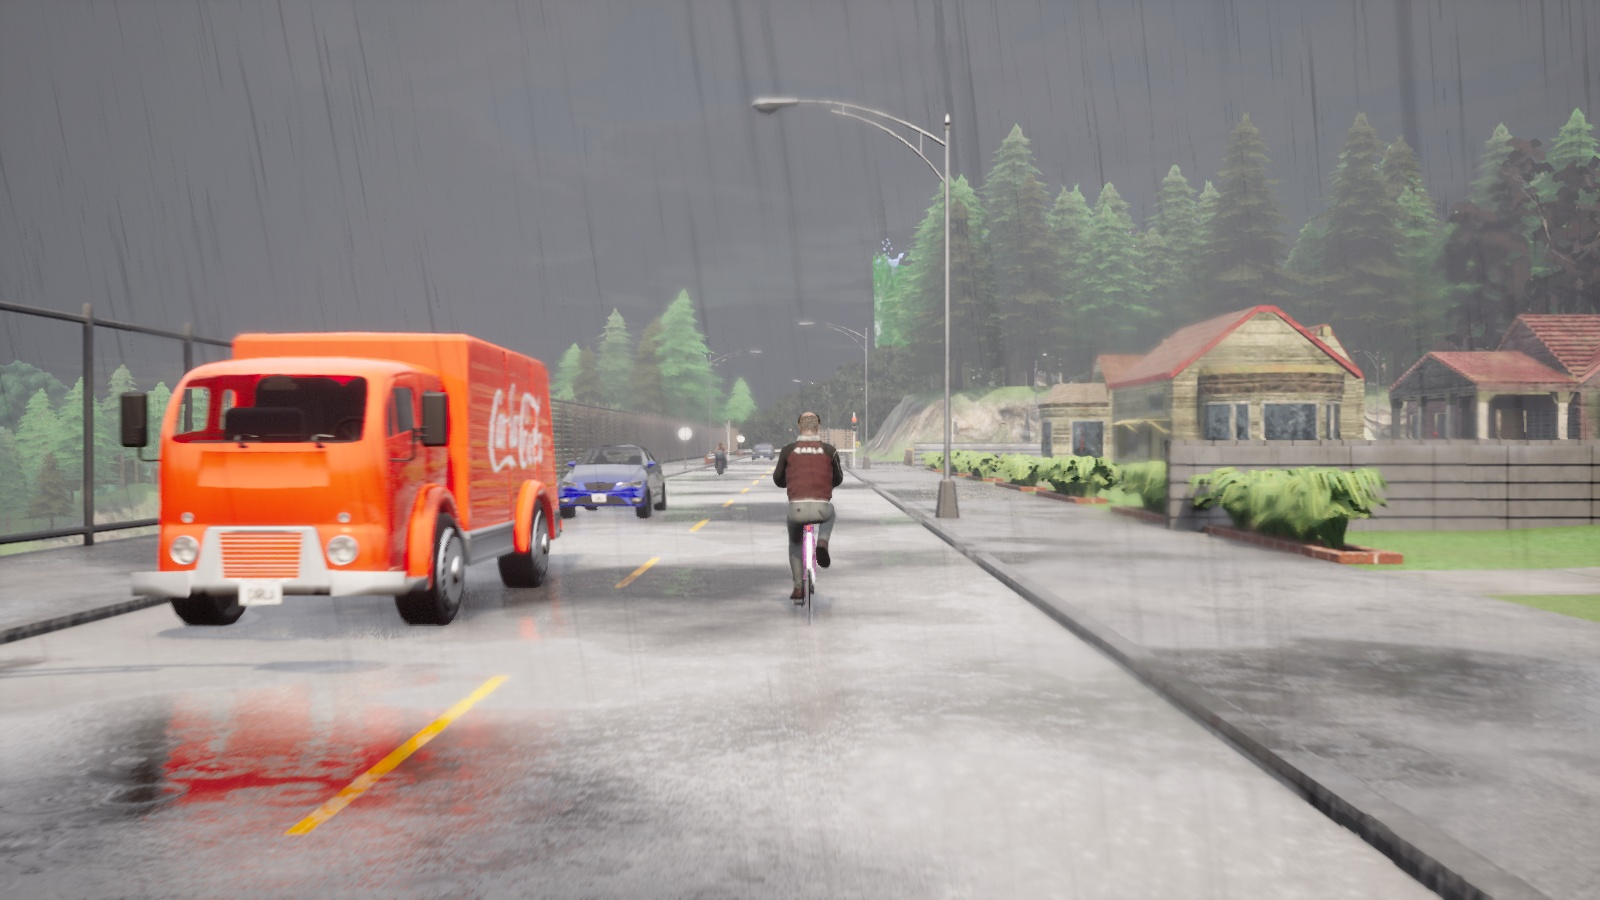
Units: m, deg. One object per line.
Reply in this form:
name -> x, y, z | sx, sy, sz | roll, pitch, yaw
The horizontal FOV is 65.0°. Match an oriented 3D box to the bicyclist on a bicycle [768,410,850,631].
bicyclist on a bicycle -> 0.079, 0.555, 11.014 | 0.659, 1.776, 1.843 | 0, 1, 0

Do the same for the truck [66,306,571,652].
truck -> -3.918, 0.191, 11.580 | 2.627, 2.467, 5.204 | 0, 0, 0

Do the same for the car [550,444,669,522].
car -> -3.837, 0.611, 25.950 | 1.816, 1.474, 4.193 | 0, 0, 0

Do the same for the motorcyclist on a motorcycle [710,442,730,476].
motorcyclist on a motorcycle -> -3.649, 0.402, 57.482 | 0.797, 1.523, 2.044 | 0, 0, 0
